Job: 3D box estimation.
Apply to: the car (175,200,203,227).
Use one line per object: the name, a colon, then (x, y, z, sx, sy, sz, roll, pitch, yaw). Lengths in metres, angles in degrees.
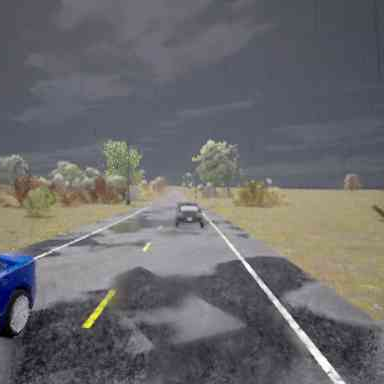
car: (-0.200, 1.541, 23.095, 1.812, 1.442, 4.674, 0, 0, -1)

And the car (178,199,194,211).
car: (-0.859, 1.612, 42.146, 1.895, 1.301, 4.718, 0, 0, -2)

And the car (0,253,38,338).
car: (-3.626, 1.483, 3.788, 1.882, 1.535, 5.008, 0, 0, 0)
